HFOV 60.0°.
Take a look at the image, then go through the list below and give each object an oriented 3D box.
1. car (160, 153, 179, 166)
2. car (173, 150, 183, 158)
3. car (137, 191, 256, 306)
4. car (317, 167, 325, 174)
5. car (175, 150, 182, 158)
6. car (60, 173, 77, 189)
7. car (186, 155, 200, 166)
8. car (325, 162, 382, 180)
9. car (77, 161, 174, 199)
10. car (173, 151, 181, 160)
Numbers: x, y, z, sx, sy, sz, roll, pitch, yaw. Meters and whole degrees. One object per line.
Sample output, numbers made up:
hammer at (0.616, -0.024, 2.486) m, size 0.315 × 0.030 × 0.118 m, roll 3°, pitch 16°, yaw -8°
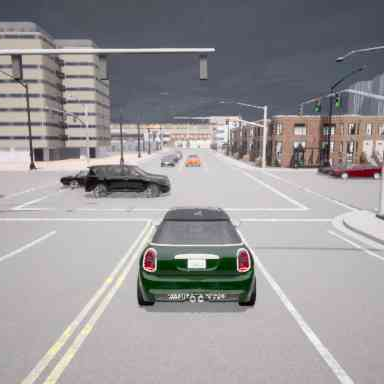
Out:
car at (-3.506, -4.515, 48.858) m, size 2.128 × 1.511 × 4.902 m, roll 0°, pitch 8°, yaw 1°
car at (-3.330, -8.934, 77.540) m, size 2.097 × 1.767 × 4.553 m, roll 0°, pitch 8°, yaw 0°
car at (0.092, 1.075, 7.660) m, size 2.097 × 1.767 × 4.553 m, roll 0°, pitch 4°, yaw 0°
car at (16.399, -2.510, 35.756) m, size 5.357 × 1.411 × 2.033 m, roll 0°, pitch 8°, yaw 0°
car at (-3.363, -7.262, 67.490) m, size 1.812 × 1.442 × 4.674 m, roll 0°, pitch 8°, yaw 1°
car at (-7.910, -1.060, 26.454) m, size 4.718 × 1.301 × 1.895 m, roll -3°, pitch 9°, yaw -17°
car at (0.194, -4.948, 50.802) m, size 2.097 × 1.767 × 4.553 m, roll 0°, pitch 8°, yaw 0°
car at (16.052, -2.062, 32.279) m, size 5.008 × 1.535 × 1.882 m, roll 0°, pitch 8°, yaw 0°
car at (-4.201, -0.745, 21.769) m, size 5.566 × 2.045 × 2.150 m, roll 0°, pitch 8°, yaw 0°
car at (-3.452, -5.923, 58.195) m, size 1.882 × 1.535 × 5.008 m, roll 0°, pitch 9°, yaw 0°
